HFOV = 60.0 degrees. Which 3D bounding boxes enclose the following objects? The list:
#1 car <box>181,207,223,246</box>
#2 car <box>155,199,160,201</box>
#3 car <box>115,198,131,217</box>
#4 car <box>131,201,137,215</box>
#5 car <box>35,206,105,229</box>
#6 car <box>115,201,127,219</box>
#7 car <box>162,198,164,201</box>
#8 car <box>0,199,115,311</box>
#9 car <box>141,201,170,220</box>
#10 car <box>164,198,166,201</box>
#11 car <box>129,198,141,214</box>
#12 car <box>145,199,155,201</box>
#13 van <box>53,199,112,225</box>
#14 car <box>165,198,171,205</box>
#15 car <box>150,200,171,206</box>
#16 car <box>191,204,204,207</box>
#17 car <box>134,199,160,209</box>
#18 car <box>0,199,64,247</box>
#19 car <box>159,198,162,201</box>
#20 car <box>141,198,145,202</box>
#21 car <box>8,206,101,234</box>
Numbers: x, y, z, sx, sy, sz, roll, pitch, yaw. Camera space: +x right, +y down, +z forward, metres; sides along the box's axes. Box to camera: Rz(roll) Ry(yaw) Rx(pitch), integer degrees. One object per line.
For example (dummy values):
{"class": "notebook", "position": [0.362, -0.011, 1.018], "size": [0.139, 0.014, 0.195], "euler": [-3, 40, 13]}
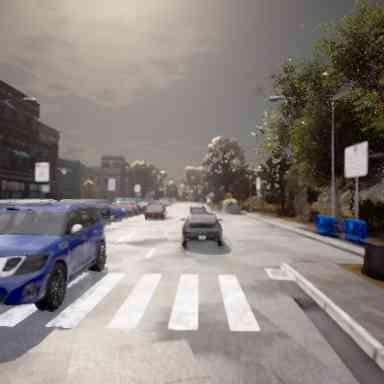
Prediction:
{"class": "car", "position": [0.484, 1.754, 16.775], "size": [1.837, 1.490, 4.892], "euler": [1, -1, 1]}
{"class": "car", "position": [-8.532, 2.287, 54.710], "size": [5.366, 1.575, 1.946], "euler": [0, -1, -19]}
{"class": "car", "position": [-8.923, 1.803, 33.626], "size": [4.553, 1.767, 2.185], "euler": [0, -1, -20]}
{"class": "car", "position": [-8.867, 2.018, 36.631], "size": [4.674, 1.452, 2.002], "euler": [0, -1, -20]}
{"class": "car", "position": [-8.956, 1.821, 24.618], "size": [4.674, 1.452, 2.002], "euler": [0, -1, -20]}
{"class": "car", "position": [-8.904, 1.879, 30.621], "size": [5.008, 1.535, 2.097], "euler": [0, -1, -20]}
{"class": "car", "position": [-8.635, 2.390, 66.644], "size": [4.553, 1.767, 2.185], "euler": [0, -1, -20]}
{"class": "car", "position": [-3.688, 1.296, 8.247], "size": [2.150, 2.045, 5.566], "euler": [0, -1, -1]}
{"class": "car", "position": [-3.594, 1.964, 33.531], "size": [1.882, 1.535, 5.008], "euler": [0, -1, 1]}
{"class": "car", "position": [-8.552, 2.603, 69.660], "size": [4.792, 1.488, 2.163], "euler": [0, -1, -20]}
{"class": "car", "position": [-8.809, 1.902, 39.641], "size": [4.553, 1.767, 2.185], "euler": [0, -1, -20]}
{"class": "car", "position": [-8.736, 1.931, 48.657], "size": [5.566, 2.045, 2.435], "euler": [0, -1, -19]}
{"class": "van", "position": [-9.042, 1.604, 27.580], "size": [4.442, 1.987, 1.878], "euler": [0, -1, -20]}
{"class": "car", "position": [-8.513, 2.814, 81.651], "size": [4.892, 1.521, 2.231], "euler": [0, -1, -20]}
{"class": "car", "position": [-8.306, 2.931, 87.715], "size": [5.366, 1.575, 1.946], "euler": [0, -1, -20]}
{"class": "car", "position": [0.629, 2.087, 37.967], "size": [2.128, 1.511, 4.902], "euler": [0, -1, 0]}
{"class": "car", "position": [-8.659, 2.332, 63.644], "size": [4.553, 1.767, 2.185], "euler": [0, -1, -20]}
{"class": "car", "position": [-9.017, 1.383, 15.590], "size": [5.566, 2.045, 2.435], "euler": [0, -1, -20]}
{"class": "car", "position": [-8.667, 2.094, 57.672], "size": [5.566, 2.045, 2.435], "euler": [0, -1, -20]}
{"class": "car", "position": [-8.783, 1.953, 42.642], "size": [4.553, 1.767, 2.185], "euler": [0, -1, -19]}
{"class": "car", "position": [-8.792, 1.729, 21.677], "size": [5.366, 1.575, 1.946], "euler": [0, -1, -20]}
